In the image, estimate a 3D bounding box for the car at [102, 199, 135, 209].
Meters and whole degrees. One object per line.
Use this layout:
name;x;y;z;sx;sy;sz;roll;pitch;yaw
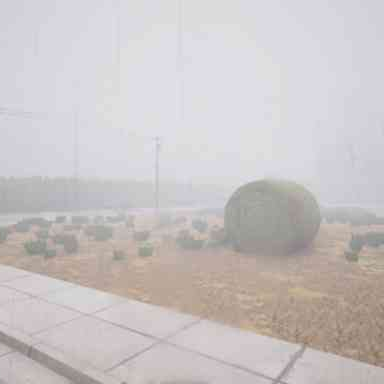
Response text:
car;-8.799;1.491;40.157;1.994;1.385;4.181;0;0;33

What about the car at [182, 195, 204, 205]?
car;0.240;1.254;54.024;1.812;1.442;4.674;0;0;33
